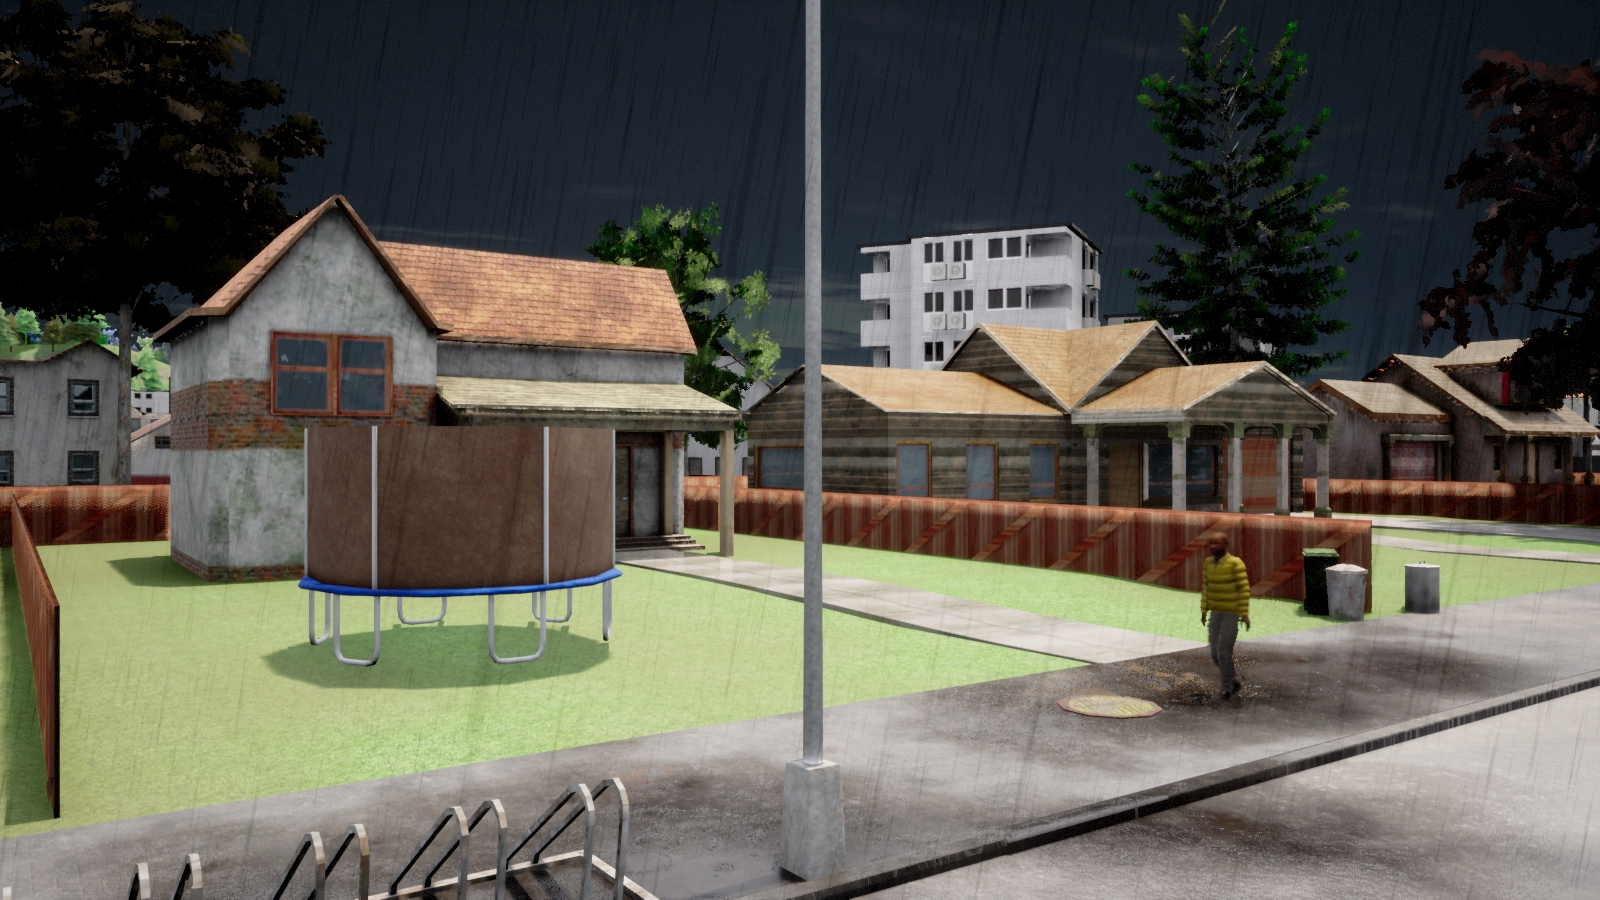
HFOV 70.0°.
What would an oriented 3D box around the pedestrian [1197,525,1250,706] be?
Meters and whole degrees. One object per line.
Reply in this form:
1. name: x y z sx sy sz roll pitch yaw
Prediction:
1. pedestrian: 4.518 1.746 12.181 0.375 1.860 0.375 0 0 -29
